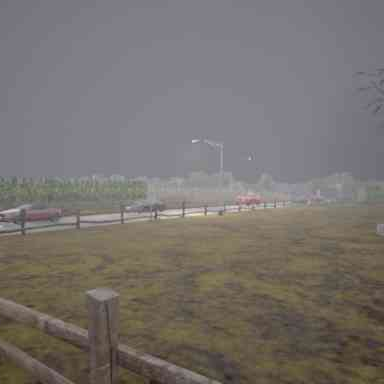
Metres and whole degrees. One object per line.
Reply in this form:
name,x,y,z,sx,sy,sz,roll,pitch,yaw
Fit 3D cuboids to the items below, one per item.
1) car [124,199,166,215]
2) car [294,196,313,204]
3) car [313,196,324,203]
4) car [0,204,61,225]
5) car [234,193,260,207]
car,-4.700,1.458,33.774,2.128,1.511,4.902,2,2,36
car,21.562,1.574,65.497,2.128,1.511,4.902,2,1,35
car,28.448,1.625,75.315,1.882,1.535,5.008,2,1,36
car,-11.663,1.547,24.045,1.994,1.385,4.181,2,1,36
car,8.735,1.187,52.432,2.150,2.045,5.566,2,1,36
